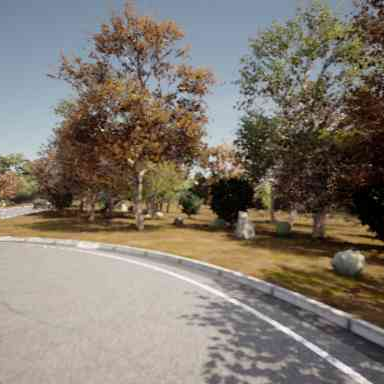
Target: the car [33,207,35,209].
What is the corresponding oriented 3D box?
[{"bbox_3d":[-27.792,2.343,61.258,1.837,1.490,4.892,-1,0,-13],"label":"car"}]
